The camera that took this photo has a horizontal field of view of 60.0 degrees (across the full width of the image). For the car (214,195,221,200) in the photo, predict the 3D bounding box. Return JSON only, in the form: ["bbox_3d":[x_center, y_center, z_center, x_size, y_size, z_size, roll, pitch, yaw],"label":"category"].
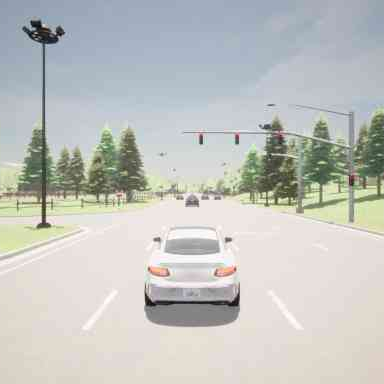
[{"bbox_3d":[7.128,1.525,93.212,2.128,1.511,4.902,0,0,0],"label":"car"}]

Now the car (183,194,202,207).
[{"bbox_3d":[0.071,1.352,51.745,2.097,1.767,4.553,0,0,0],"label":"car"}]

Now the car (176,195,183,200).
[{"bbox_3d":[-3.372,1.553,93.193,1.994,1.385,4.181,0,0,0],"label":"car"}]

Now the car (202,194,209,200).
[{"bbox_3d":[3.628,1.355,93.187,2.097,1.767,4.553,0,0,0],"label":"car"}]

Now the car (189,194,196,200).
[{"bbox_3d":[0.128,1.355,93.192,2.097,1.767,4.553,0,0,0],"label":"car"}]

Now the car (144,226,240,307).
[{"bbox_3d":[0.017,1.526,7.872,1.812,1.442,4.674,0,0,0],"label":"car"}]
